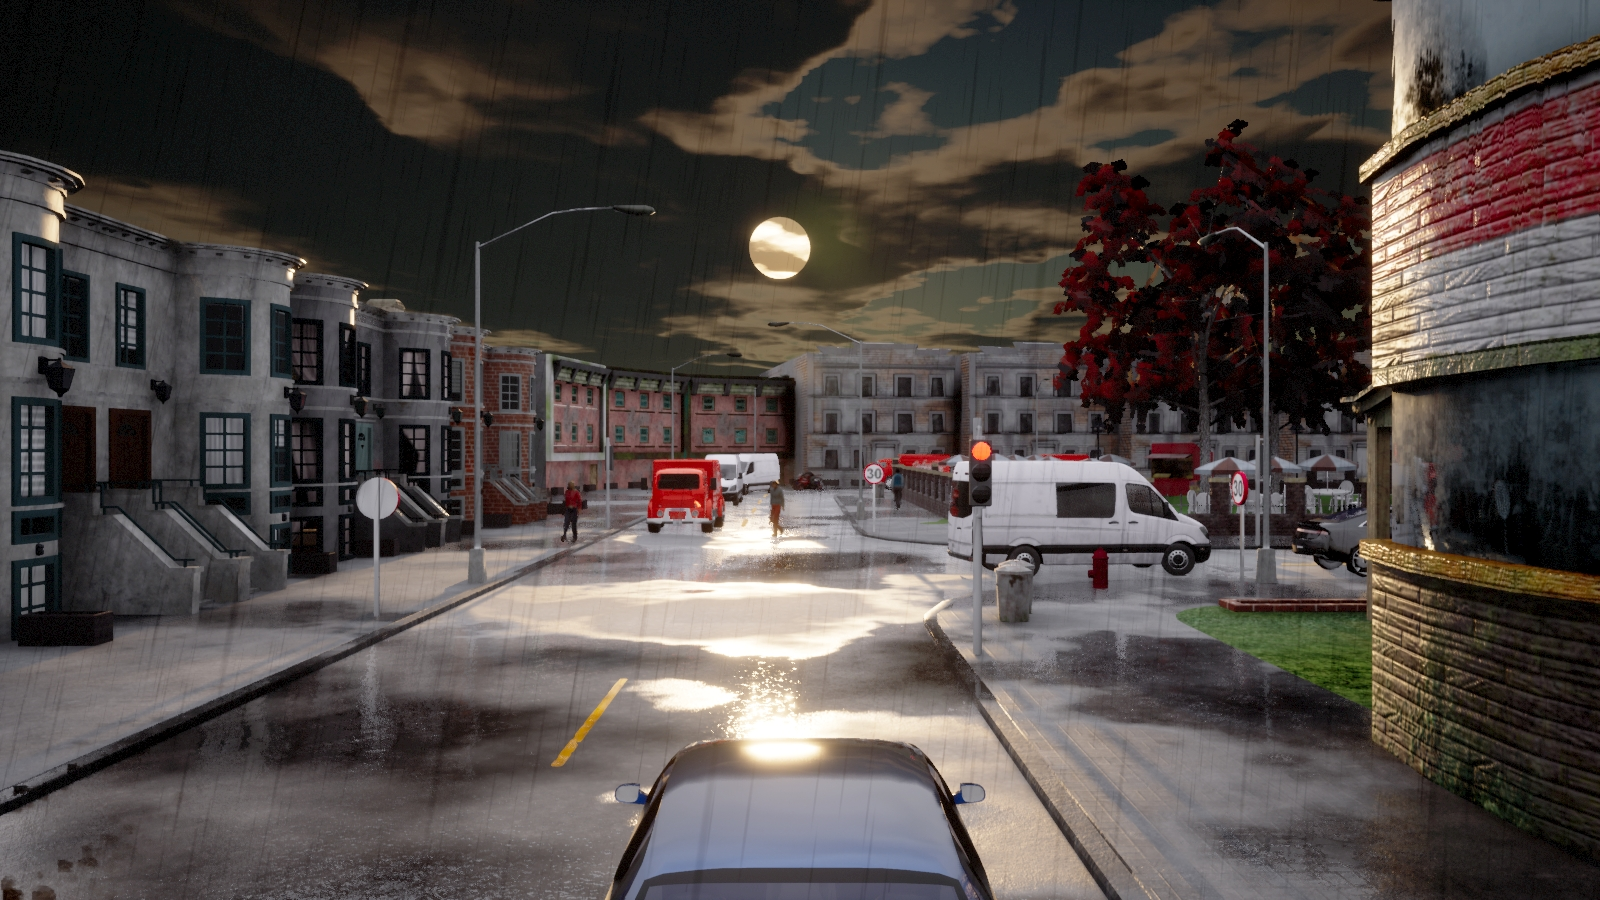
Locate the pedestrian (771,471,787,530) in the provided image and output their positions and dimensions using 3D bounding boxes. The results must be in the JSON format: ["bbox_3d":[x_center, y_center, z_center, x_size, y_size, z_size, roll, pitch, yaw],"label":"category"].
[{"bbox_3d":[-0.668,1.615,36.423,0.375,1.860,0.375,0,0,43],"label":"pedestrian"}]

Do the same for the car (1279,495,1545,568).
[{"bbox_3d":[13.778,1.817,25.951,4.902,1.511,2.128,0,0,-1],"label":"car"}]

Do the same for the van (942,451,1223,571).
[{"bbox_3d":[6.389,1.304,26.031,5.915,2.561,1.988,0,0,-11],"label":"van"}]

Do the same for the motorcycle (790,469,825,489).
[{"bbox_3d":[0.506,1.958,77.291,2.209,1.251,0.867,0,1,-31],"label":"motorcycle"}]

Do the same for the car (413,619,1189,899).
[{"bbox_3d":[-0.001,1.884,5.268,2.033,1.411,5.357,0,0,0],"label":"car"}]

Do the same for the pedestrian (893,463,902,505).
[{"bbox_3d":[4.371,1.505,51.231,0.375,1.860,0.375,0,0,7],"label":"pedestrian"}]

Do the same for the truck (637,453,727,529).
[{"bbox_3d":[-4.014,1.333,39.953,2.627,2.467,5.204,0,0,0],"label":"truck"}]

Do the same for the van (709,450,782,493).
[{"bbox_3d":[-3.362,1.289,71.841,1.988,2.561,5.915,0,0,25],"label":"van"}]

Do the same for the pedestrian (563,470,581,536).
[{"bbox_3d":[-6.543,1.513,32.769,0.375,1.860,0.375,0,0,12],"label":"pedestrian"}]

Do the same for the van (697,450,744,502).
[{"bbox_3d":[-4.053,1.292,59.012,1.988,2.561,5.915,0,0,0],"label":"van"}]
